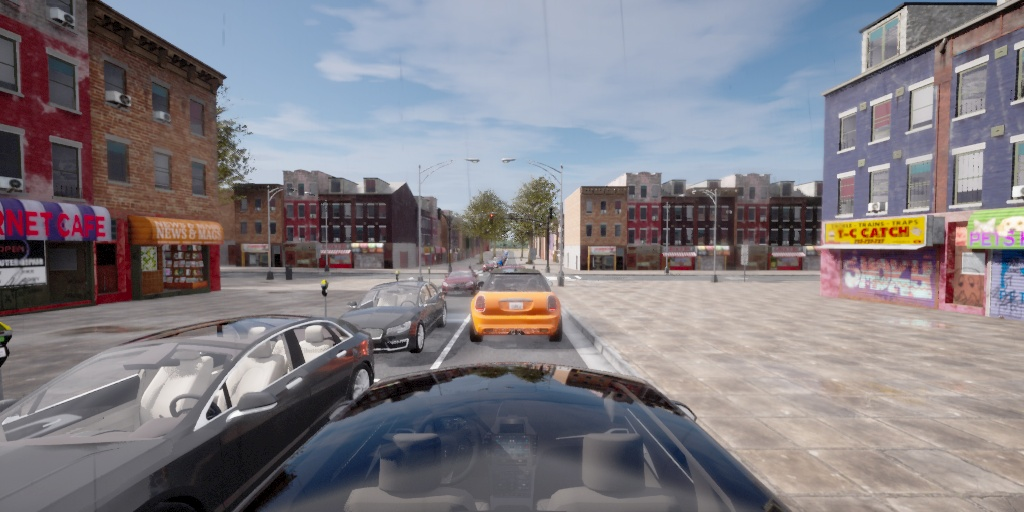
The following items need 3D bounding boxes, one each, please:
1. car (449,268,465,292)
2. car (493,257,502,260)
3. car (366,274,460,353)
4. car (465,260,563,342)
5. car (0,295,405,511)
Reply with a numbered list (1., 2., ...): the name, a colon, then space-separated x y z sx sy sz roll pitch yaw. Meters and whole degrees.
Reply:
1. car: -2.673 1.337 19.490 1.802 1.307 4.207 0 0 0
2. car: -2.722 1.246 46.265 1.967 1.591 4.097 0 0 0
3. car: -2.653 1.299 8.596 2.007 1.370 4.403 0 0 0
4. car: 0.085 1.101 9.905 2.097 1.767 4.553 0 0 0
5. car: -2.643 1.300 3.147 2.007 1.370 4.403 0 0 0
